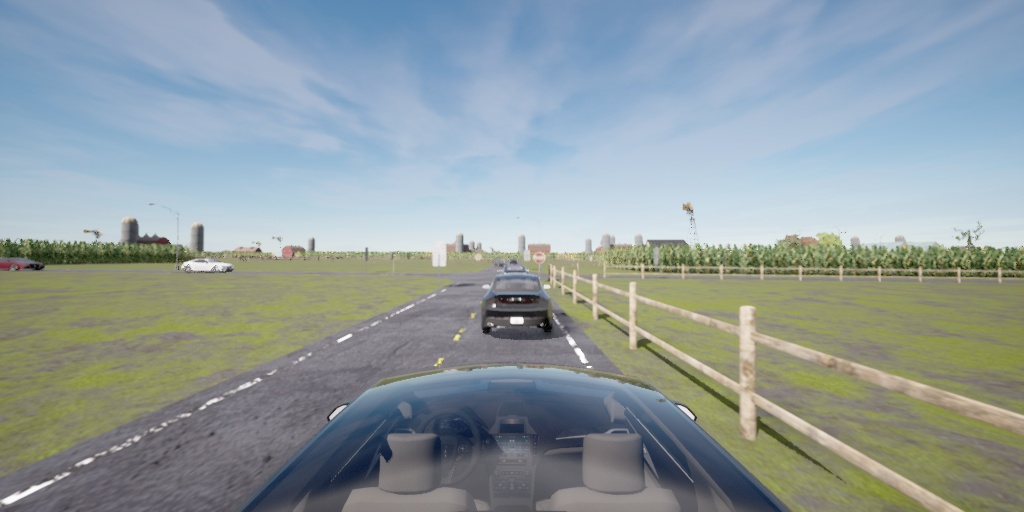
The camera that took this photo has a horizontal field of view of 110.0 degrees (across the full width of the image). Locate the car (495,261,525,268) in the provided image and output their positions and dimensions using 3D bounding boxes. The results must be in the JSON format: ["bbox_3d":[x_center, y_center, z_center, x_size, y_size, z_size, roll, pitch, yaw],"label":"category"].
[{"bbox_3d":[0.153,1.294,24.046,2.128,1.511,4.902,0,0,-1],"label":"car"}]

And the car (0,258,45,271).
[{"bbox_3d":[-51.621,0.850,37.311,4.181,1.385,1.994,0,-1,1],"label":"car"}]

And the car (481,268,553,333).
[{"bbox_3d":[0.136,1.278,10.816,1.837,1.490,4.892,0,0,0],"label":"car"}]

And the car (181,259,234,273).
[{"bbox_3d":[-31.391,1.005,37.059,4.674,1.442,1.812,1,-1,1],"label":"car"}]
